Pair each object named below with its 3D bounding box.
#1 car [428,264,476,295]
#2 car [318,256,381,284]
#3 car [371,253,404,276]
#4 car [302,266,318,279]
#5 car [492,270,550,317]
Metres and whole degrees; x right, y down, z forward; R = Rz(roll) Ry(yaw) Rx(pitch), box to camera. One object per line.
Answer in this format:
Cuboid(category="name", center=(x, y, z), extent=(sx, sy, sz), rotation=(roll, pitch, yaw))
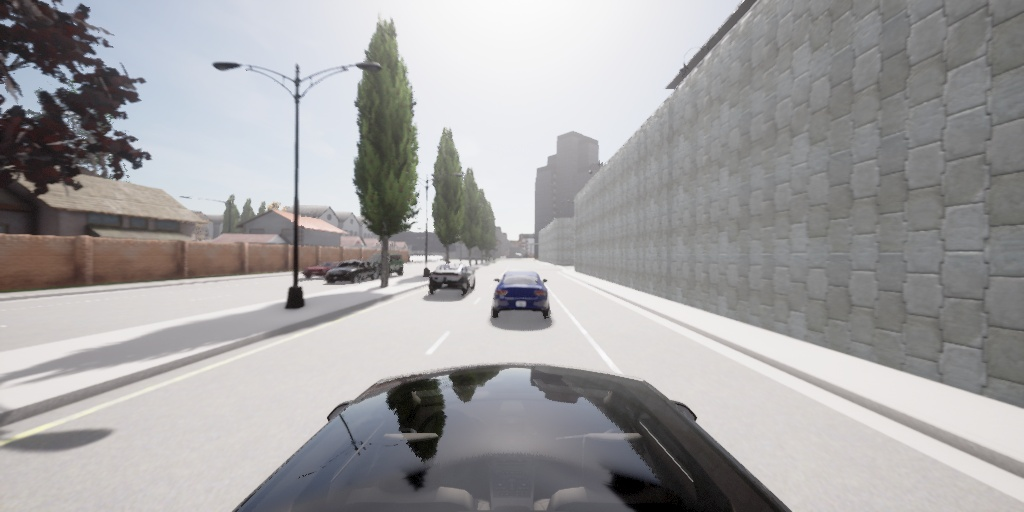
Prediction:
Cuboid(category="car", center=(-3.050, 1.148, 18.939), extent=(2.128, 1.511, 4.902), rotation=(1, 0, 1))
Cuboid(category="car", center=(-10.980, 1.043, 24.967), extent=(1.837, 1.490, 4.892), rotation=(0, 2, 3))
Cuboid(category="car", center=(-10.960, 0.769, 30.551), extent=(2.150, 2.045, 5.566), rotation=(1, 0, 2))
Cuboid(category="car", center=(-14.516, 1.098, 28.549), extent=(1.895, 1.301, 4.718), rotation=(1, 0, 2))
Cuboid(category="car", center=(0.315, 1.240, 12.873), extent=(1.812, 1.442, 4.674), rotation=(1, 0, 1))
